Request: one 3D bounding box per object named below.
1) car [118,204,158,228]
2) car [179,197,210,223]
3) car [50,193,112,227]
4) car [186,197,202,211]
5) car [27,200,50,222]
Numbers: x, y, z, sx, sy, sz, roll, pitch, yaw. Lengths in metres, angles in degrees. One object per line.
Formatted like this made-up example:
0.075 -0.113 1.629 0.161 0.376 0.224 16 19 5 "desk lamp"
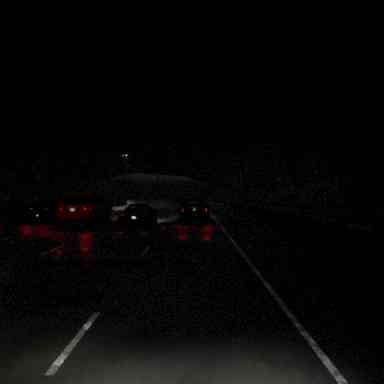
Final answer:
-3.344 1.436 21.172 1.994 1.385 4.181 0 0 0 "car"
0.164 1.211 24.356 2.097 1.767 4.553 0 0 0 "car"
-6.855 1.090 21.683 2.150 2.045 5.566 0 0 0 "car"
0.208 1.424 41.087 1.837 1.490 4.892 0 0 0 "car"
-10.336 1.349 24.687 2.128 1.511 4.902 0 0 0 "car"
